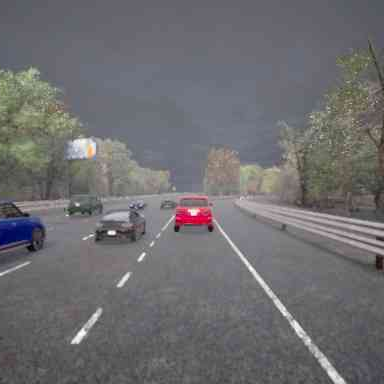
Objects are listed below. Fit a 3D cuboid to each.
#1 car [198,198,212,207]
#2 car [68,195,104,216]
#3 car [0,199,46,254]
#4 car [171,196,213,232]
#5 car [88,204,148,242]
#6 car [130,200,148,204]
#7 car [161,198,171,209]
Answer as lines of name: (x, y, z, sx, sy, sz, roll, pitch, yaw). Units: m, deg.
car: (2.167, 1.675, 56.078, 1.994, 1.385, 4.181, 0, 0, 7)
car: (-10.397, 1.287, 32.903, 2.150, 2.045, 5.566, 0, 0, 0)
car: (-6.900, 1.244, 10.883, 2.150, 2.045, 5.566, 0, 0, 0)
car: (0.116, 1.263, 20.768, 2.150, 2.045, 5.566, 0, 0, 0)
car: (-3.396, 1.558, 16.376, 1.812, 1.442, 4.674, 0, 0, 0)
car: (-6.895, 1.685, 43.231, 1.895, 1.301, 4.718, 0, 0, 0)
car: (-3.395, 1.600, 48.120, 1.837, 1.490, 4.892, 0, 0, 0)
